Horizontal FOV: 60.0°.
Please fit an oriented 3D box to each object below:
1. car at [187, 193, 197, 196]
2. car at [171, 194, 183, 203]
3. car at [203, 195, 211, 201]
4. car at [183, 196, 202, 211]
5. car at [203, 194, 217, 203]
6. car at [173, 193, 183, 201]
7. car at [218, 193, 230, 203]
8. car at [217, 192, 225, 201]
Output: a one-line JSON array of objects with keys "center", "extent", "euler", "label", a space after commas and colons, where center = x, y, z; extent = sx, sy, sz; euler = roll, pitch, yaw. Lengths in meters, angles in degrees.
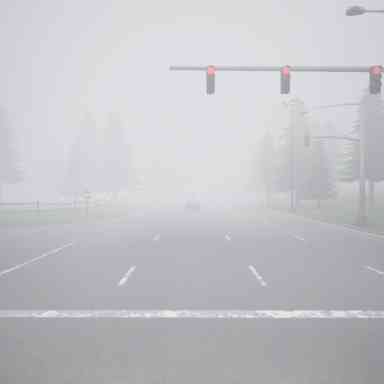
[{"center": [0.079, 1.545, 70.778], "extent": [1.994, 1.385, 4.181], "euler": [0, 0, 0], "label": "car"}, {"center": [-3.422, 1.531, 70.365], "extent": [2.033, 1.411, 5.357], "euler": [0, 0, 0], "label": "car"}, {"center": [3.590, 1.428, 80.807], "extent": [1.895, 1.301, 4.718], "euler": [0, 0, 0], "label": "car"}, {"center": [0.044, 1.526, 39.748], "extent": [1.812, 1.442, 4.674], "euler": [0, 0, 0], "label": "car"}, {"center": [3.578, 1.517, 70.357], "extent": [2.128, 1.511, 4.902], "euler": [0, 0, 0], "label": "car"}, {"center": [-3.410, 1.188, 80.755], "extent": [2.097, 1.767, 4.553], "euler": [0, 0, 0], "label": "car"}, {"center": [7.079, 1.517, 70.770], "extent": [1.812, 1.442, 4.674], "euler": [0, 0, 0], "label": "car"}, {"center": [7.090, 1.058, 80.803], "extent": [2.150, 2.045, 5.566], "euler": [0, 0, 0], "label": "car"}]
